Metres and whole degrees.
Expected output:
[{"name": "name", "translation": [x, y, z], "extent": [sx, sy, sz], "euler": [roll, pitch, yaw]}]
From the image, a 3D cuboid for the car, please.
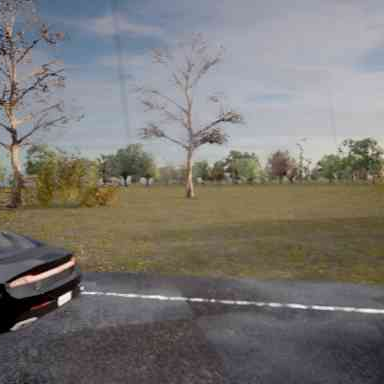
[{"name": "car", "translation": [-4.225, 1.358, 5.370], "extent": [4.902, 1.511, 2.128], "euler": [0, 2, 12]}]
